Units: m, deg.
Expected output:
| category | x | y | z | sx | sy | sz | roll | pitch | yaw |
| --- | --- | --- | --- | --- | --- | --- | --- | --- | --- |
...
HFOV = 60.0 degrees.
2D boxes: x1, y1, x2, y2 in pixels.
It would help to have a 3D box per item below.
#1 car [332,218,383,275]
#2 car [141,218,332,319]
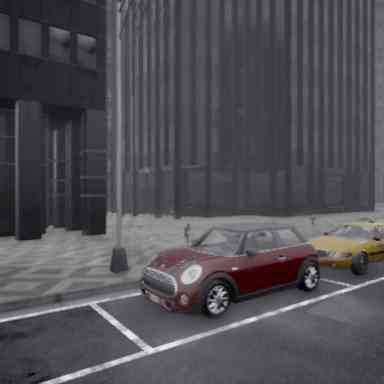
| category | x | y | z | sx | sy | sz | roll | pitch | yaw |
| --- | --- | --- | --- | --- | --- | --- | --- | --- | --- |
| car | 5.284 | 1.525 | 10.417 | 4.829 | 1.417 | 1.752 | 0 | 0 | -35 |
| car | 0.933 | 1.440 | 7.315 | 4.097 | 1.590 | 1.967 | 0 | 0 | -35 |
